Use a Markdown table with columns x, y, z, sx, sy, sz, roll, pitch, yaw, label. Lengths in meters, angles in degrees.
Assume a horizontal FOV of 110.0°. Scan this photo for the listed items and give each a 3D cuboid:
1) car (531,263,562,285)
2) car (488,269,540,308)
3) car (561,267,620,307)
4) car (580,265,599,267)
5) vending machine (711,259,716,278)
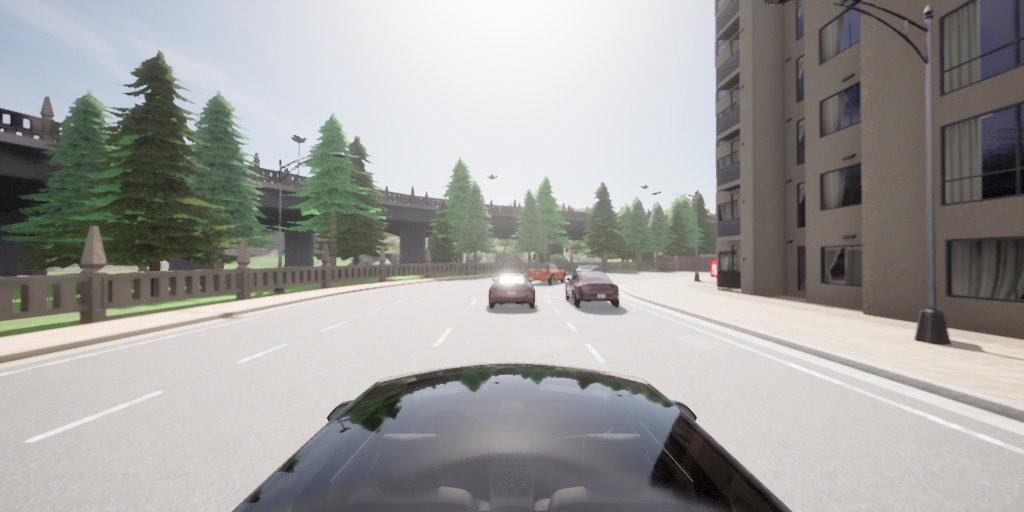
| x | y | z | sx | sy | sz | roll | pitch | yaw | label |
| --- | --- | --- | --- | --- | --- | --- | --- | --- | --- |
| 2.942 | 1.362 | 29.696 | 2.097 | 1.767 | 4.553 | 0 | -1 | 26 | car |
| 0.023 | 1.449 | 16.102 | 1.994 | 1.385 | 4.181 | 0 | 0 | 1 | car |
| 3.528 | 1.411 | 16.226 | 1.812 | 1.442 | 4.674 | 0 | 0 | 1 | car |
| 6.220 | 1.492 | 28.397 | 2.128 | 1.511 | 4.902 | 0 | -1 | 27 | car |
| 20.806 | 1.268 | 36.243 | 0.880 | 2.100 | 1.100 | 0 | 0 | -25 | vending machine |
